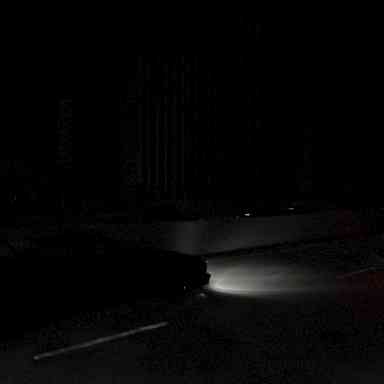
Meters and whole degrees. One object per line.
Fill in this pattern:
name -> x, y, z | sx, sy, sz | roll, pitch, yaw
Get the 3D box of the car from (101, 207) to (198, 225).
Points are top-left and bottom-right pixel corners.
car -> -1.887, 1.510, 15.539 | 4.892, 1.490, 1.837 | 0, 0, -35

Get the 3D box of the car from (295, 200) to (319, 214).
car -> 10.663, 1.543, 32.915 | 4.674, 1.442, 1.812 | 0, 0, -34

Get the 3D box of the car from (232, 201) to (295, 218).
car -> 5.140, 1.516, 24.816 | 4.892, 1.490, 1.837 | 0, 0, -35

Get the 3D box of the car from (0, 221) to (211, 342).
car -> -2.198, 1.549, 6.477 | 5.357, 1.411, 2.033 | 0, 0, -36
